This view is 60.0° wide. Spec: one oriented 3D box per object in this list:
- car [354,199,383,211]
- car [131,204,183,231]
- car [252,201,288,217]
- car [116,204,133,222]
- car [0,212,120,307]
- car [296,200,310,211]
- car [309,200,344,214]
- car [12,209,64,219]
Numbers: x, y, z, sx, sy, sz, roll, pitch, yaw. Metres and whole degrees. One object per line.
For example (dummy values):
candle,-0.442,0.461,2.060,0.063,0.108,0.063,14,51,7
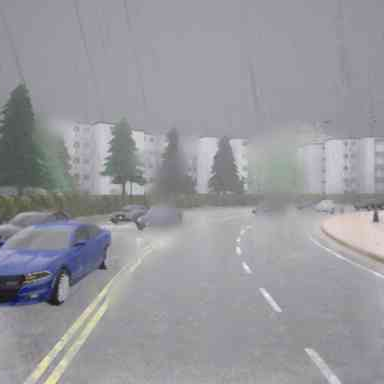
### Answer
car,22.731,1.606,42.420,4.902,1.511,2.128,0,0,-30
car,-1.877,1.584,21.123,1.812,1.442,4.674,0,0,15
car,7.832,1.638,33.216,2.033,1.411,5.357,0,0,35
car,-4.360,1.635,25.173,1.994,1.385,4.181,0,0,19
car,-3.450,1.501,8.327,1.882,1.535,5.008,0,0,2
car,14.951,1.659,41.136,5.357,1.411,2.033,0,0,-41
car,14.917,1.624,36.166,1.812,1.442,4.674,0,0,43
car,-6.546,1.546,14.174,1.837,1.490,4.892,0,0,6
